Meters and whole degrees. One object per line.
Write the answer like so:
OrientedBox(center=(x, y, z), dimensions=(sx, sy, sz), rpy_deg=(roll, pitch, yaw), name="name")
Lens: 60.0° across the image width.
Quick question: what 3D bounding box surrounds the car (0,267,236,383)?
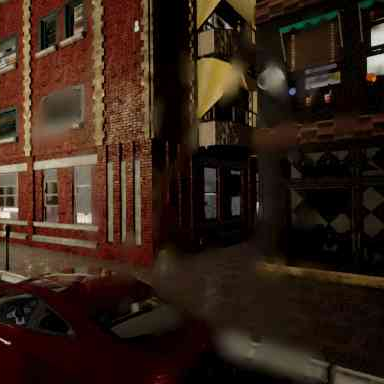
OrientedBox(center=(-1.515, 1.583, 3.934), dimensions=(4.206, 1.307, 1.802), rpy_deg=(0, -1, 36), name="car")
